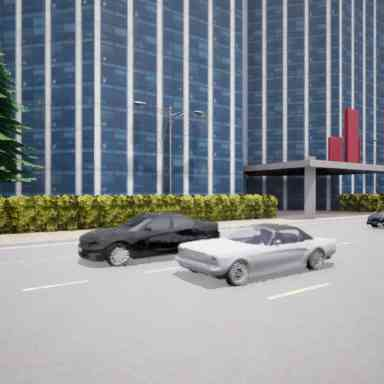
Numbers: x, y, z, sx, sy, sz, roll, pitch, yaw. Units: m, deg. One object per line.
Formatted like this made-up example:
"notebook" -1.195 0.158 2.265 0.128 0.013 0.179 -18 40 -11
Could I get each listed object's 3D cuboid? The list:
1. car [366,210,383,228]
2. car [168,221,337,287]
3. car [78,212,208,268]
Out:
"car" 13.274 1.548 21.025 5.357 1.411 2.033 0 0 -33
"car" 1.907 1.601 9.414 4.718 1.301 1.895 0 0 -33
"car" -1.308 1.477 11.493 5.008 1.535 1.882 0 0 -33
